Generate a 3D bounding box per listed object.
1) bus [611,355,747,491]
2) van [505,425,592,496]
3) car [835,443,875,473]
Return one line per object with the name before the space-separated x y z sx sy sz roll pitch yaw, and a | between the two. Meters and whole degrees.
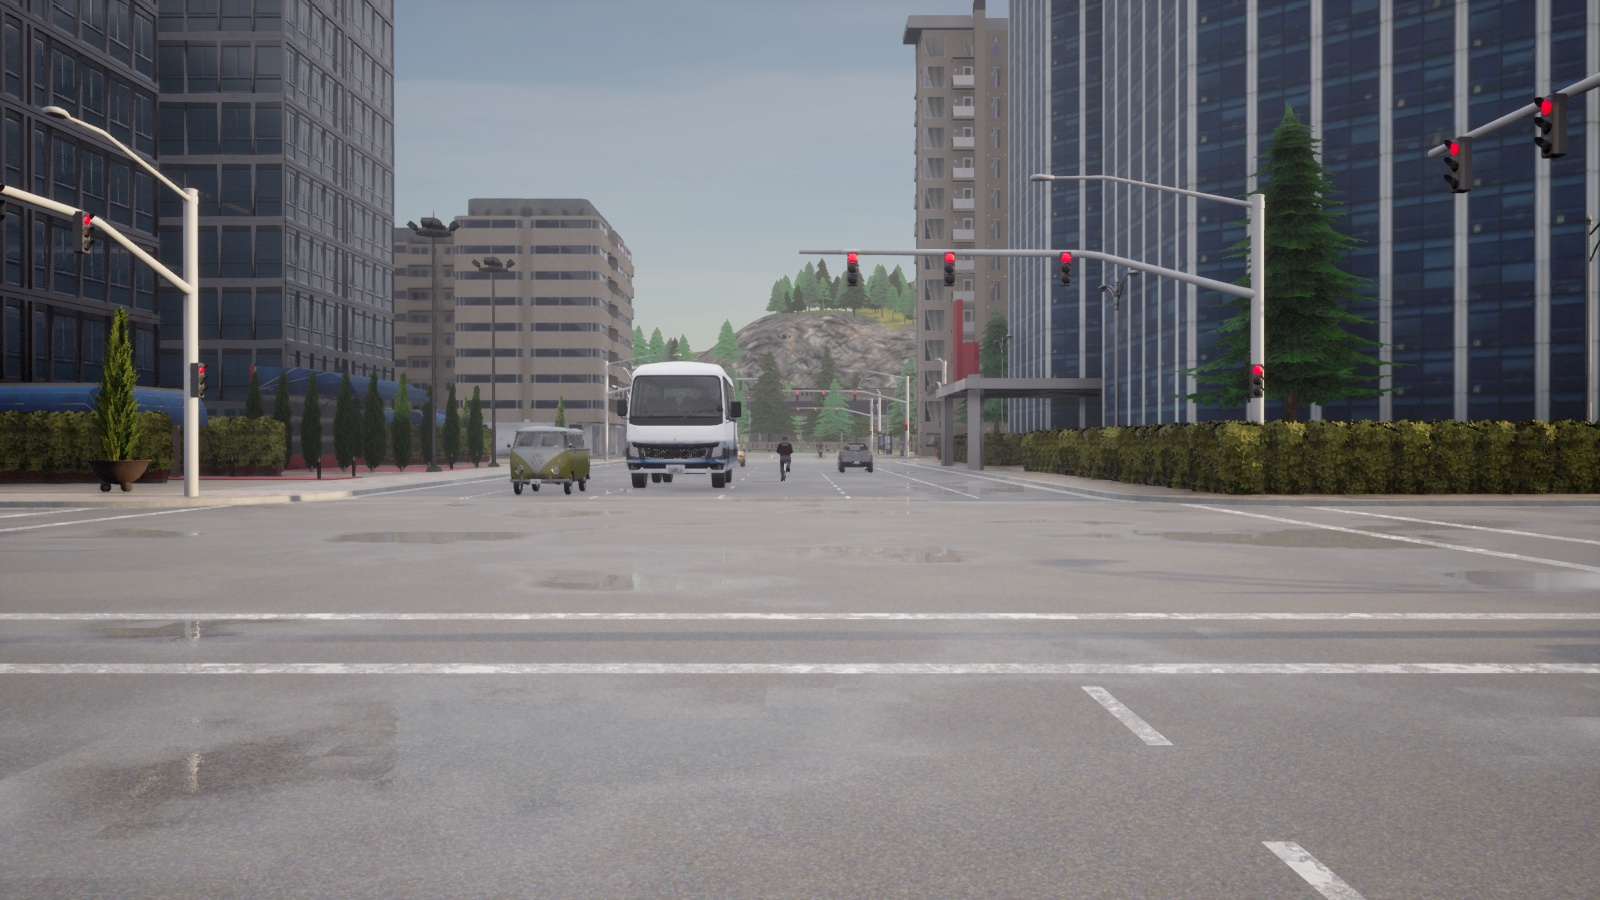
bus | -4.035 -0.885 44.625 3.944 4.253 10.273 0 0 -1
van | -7.468 0.280 37.705 1.775 1.987 4.442 0 0 -1
car | 2.789 0.400 64.225 1.845 1.501 3.633 0 0 -1
